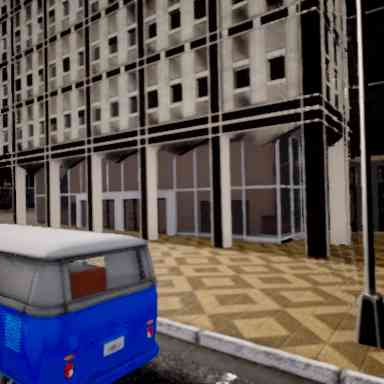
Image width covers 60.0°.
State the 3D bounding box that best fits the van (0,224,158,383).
[{"bbox_3d":[-2.319,1.390,4.551,3.998,1.788,1.690,-1,-1,36],"label":"van"}]
